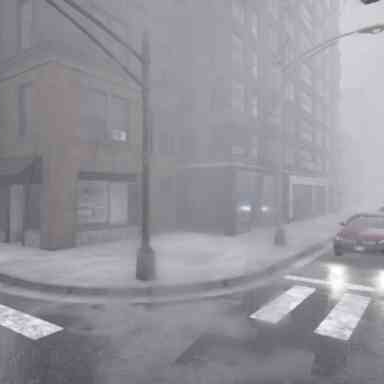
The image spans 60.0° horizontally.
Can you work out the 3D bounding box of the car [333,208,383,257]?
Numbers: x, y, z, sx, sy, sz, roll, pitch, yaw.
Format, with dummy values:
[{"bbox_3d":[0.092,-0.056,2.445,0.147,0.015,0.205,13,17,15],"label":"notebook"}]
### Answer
[{"bbox_3d":[6.705,1.532,12.447,1.812,1.442,4.674,0,0,37],"label":"car"}]
